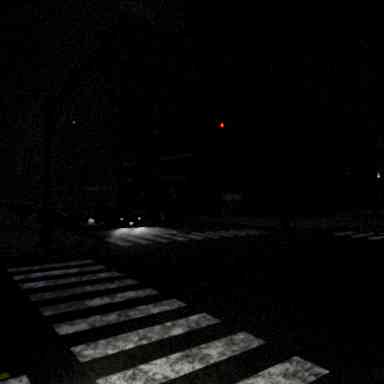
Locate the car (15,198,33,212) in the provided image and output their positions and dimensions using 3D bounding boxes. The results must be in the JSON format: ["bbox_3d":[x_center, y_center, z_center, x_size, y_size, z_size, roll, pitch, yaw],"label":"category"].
[{"bbox_3d":[-18.536,1.652,37.880,1.802,1.307,4.206,1,-1,-35],"label":"car"}]

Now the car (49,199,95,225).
[{"bbox_3d":[-8.992,1.510,24.381,1.967,1.590,4.097,1,-1,-35],"label":"car"}]

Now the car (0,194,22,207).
[{"bbox_3d":[-28.078,1.520,51.381,1.967,1.590,4.097,1,-1,-35],"label":"car"}]

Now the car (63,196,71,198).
[{"bbox_3d":[-18.346,1.761,51.511,2.008,1.369,4.403,1,-1,-35],"label":"car"}]

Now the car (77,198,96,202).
[{"bbox_3d":[-11.241,1.589,31.959,1.882,1.535,5.008,1,-1,-35],"label":"car"}]

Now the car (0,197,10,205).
[{"bbox_3d":[-34.441,1.642,60.379,2.008,1.369,4.403,1,-1,-35],"label":"car"}]

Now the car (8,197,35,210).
[{"bbox_3d":[-21.717,1.623,42.380,2.008,1.369,4.403,1,-1,-35],"label":"car"}]

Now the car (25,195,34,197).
[{"bbox_3d":[-37.431,1.684,78.513,1.967,1.590,4.097,1,-1,-35],"label":"car"}]

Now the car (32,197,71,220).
[{"bbox_3d":[-12.172,1.509,28.881,1.967,1.590,4.097,1,-1,-35],"label":"car"}]

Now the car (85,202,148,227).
[{"bbox_3d":[-5.557,1.660,23.884,2.033,1.411,5.357,1,-1,-37],"label":"car"}]

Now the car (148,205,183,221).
[{"bbox_3d":[-2.441,1.770,29.011,1.947,1.339,4.313,1,-1,-35],"label":"car"}]

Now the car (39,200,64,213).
[{"bbox_3d":[-17.018,1.677,40.151,1.994,1.385,4.181,1,-1,-35],"label":"car"}]
